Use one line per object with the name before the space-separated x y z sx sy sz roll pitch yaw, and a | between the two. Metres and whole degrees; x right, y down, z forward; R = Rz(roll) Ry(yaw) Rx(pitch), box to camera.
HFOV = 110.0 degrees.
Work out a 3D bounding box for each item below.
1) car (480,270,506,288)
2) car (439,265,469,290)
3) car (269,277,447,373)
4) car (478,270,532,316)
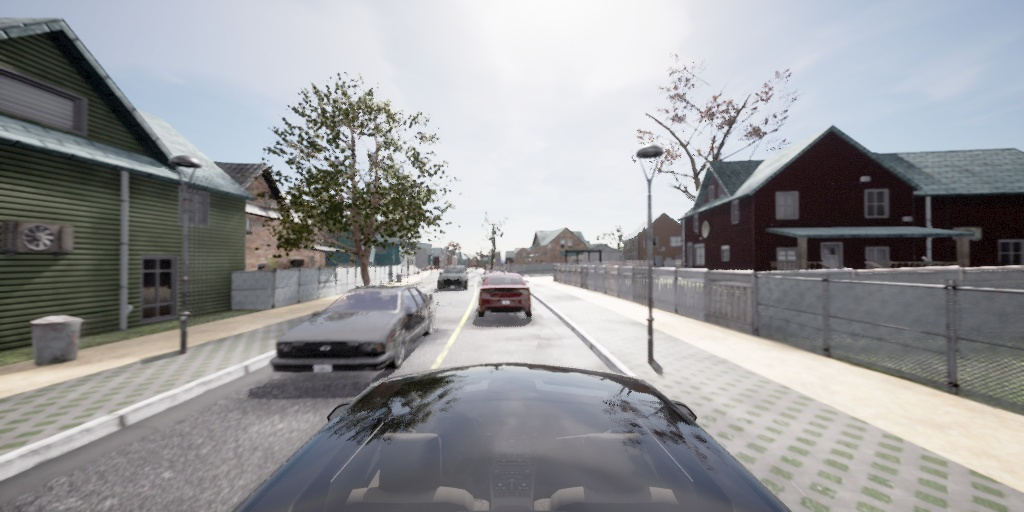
car | -1.689 1.845 30.323 1.895 1.301 4.718 0 -1 -6
car | -4.228 1.520 26.329 2.097 1.767 4.553 0 -1 -6
car | -2.987 1.387 8.189 2.033 1.411 5.357 0 -1 -2
car | -0.320 1.413 14.299 1.882 1.535 5.008 0 -1 -3
